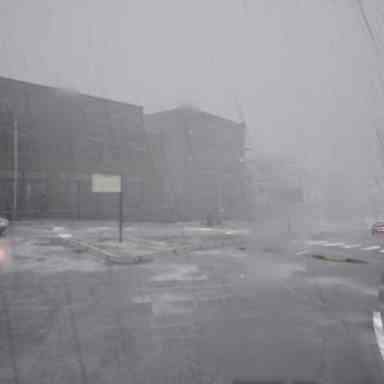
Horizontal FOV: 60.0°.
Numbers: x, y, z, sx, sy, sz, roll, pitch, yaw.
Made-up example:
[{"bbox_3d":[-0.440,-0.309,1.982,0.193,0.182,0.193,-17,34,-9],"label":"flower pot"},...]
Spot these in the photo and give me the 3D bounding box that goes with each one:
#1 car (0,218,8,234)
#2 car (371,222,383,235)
[{"bbox_3d":[-11.266,1.490,16.828,4.718,1.301,1.895,1,0,38],"label":"car"},{"bbox_3d":[22.204,4.241,38.527,2.128,1.511,4.902,1,-4,39],"label":"car"}]
